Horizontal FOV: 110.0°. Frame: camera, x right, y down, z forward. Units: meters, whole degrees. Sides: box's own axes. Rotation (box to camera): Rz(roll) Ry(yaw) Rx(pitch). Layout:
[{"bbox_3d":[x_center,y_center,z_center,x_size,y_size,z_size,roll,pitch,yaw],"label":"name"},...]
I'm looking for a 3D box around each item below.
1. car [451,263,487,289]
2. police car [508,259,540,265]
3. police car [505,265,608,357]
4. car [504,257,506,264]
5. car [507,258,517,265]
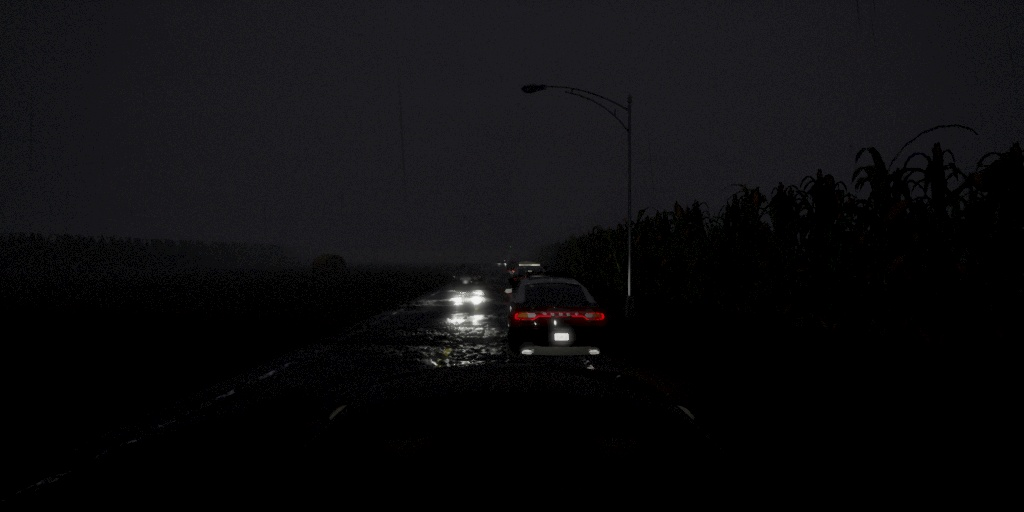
[{"bbox_3d":[-2.652,1.226,22.972,2.128,1.511,4.902,0,0,0],"label":"car"},{"bbox_3d":[0.904,1.165,18.701,1.930,1.638,5.238,0,0,0],"label":"police car"},{"bbox_3d":[0.859,1.173,8.701,1.930,1.638,5.238,0,0,0],"label":"police car"},{"bbox_3d":[0.283,1.179,51.214,2.128,1.511,4.902,0,0,1],"label":"car"},{"bbox_3d":[0.930,1.084,24.560,2.097,1.767,4.553,0,0,0],"label":"car"}]
